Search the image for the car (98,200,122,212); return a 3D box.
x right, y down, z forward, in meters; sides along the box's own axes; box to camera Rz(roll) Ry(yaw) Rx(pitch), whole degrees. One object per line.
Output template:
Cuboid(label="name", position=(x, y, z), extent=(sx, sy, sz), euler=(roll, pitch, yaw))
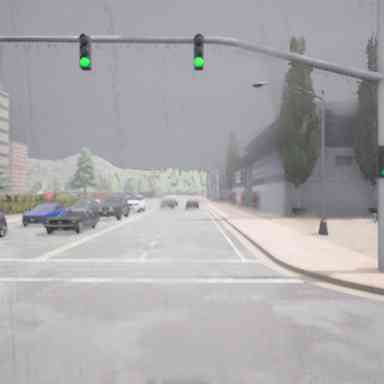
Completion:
Cuboid(label="car", position=(-10.503, 1.765, 42.872), extent=(1.994, 1.385, 4.181), euler=(0, 0, 0))

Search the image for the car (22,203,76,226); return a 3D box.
Cuboid(label="car", position=(-10.558, 1.593, 24.472), extent=(1.882, 1.535, 5.008), euler=(0, 0, 0))

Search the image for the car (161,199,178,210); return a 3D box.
Cuboid(label="car", position=(-3.436, 1.729, 47.821), extent=(1.837, 1.490, 4.892), euler=(0, 0, 0))

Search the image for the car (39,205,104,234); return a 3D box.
Cuboid(label="car", position=(-7.057, 1.695, 20.022), extent=(1.895, 1.301, 4.718), euler=(0, 0, 0))

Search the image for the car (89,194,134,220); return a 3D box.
Cuboid(label="car", position=(-7.036, 1.361, 29.761), extent=(2.150, 2.045, 5.566), euler=(0, 0, 0))

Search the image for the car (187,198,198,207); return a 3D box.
Cuboid(label="car", position=(0.078, 1.836, 58.186), extent=(1.994, 1.385, 4.181), euler=(0, 0, 0))

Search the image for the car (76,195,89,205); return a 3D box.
Cuboid(label="car", position=(-10.541, 1.507, 32.988), extent=(2.097, 1.767, 4.553), euler=(0, 0, 0))

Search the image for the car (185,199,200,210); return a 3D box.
Cuboid(label="car", position=(0.064, 1.701, 47.816), extent=(1.882, 1.535, 5.008), euler=(0, 0, 0))

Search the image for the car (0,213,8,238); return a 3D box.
Cuboid(label="car", position=(-10.638, 1.425, 15.338), extent=(2.097, 1.767, 4.553), euler=(0, 0, 2))

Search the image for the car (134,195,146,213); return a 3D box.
Cuboid(label="car", position=(-7.004, 1.411, 40.418), extent=(2.150, 2.045, 5.566), euler=(0, 0, 1))
